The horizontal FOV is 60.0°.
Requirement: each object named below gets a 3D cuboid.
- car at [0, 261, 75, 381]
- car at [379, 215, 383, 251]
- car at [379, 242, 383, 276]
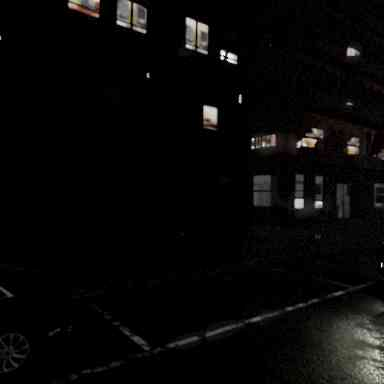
[{"bbox_3d":[-3.684,1.546,3.882,4.403,1.369,2.008,0,1,-36],"label":"car"},{"bbox_3d":[9.810,1.654,13.728,4.507,1.381,1.887,0,1,-36],"label":"car"},{"bbox_3d":[7.008,1.295,8.490,5.566,2.045,2.150,1,0,-36],"label":"car"}]
